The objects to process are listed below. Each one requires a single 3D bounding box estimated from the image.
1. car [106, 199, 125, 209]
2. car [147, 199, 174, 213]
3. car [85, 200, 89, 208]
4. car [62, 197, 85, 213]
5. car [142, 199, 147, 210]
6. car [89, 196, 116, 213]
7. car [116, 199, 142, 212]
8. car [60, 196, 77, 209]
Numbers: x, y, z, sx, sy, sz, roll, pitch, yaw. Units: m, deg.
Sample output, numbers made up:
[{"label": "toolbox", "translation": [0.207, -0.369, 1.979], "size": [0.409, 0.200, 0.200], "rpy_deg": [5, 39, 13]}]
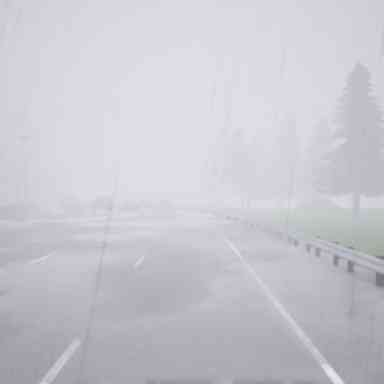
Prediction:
[{"label": "car", "translation": [-12.583, 1.925, 54.323], "size": [1.812, 1.442, 4.674], "rpy_deg": [0, 0, -30]}, {"label": "car", "translation": [-3.771, 1.656, 41.333], "size": [2.097, 1.767, 4.553], "rpy_deg": [0, 0, -18]}, {"label": "car", "translation": [-15.752, 1.894, 52.831], "size": [1.837, 1.490, 4.892], "rpy_deg": [0, 0, -30]}, {"label": "car", "translation": [-14.927, 1.785, 41.814], "size": [1.882, 1.535, 5.008], "rpy_deg": [0, 0, -22]}, {"label": "car", "translation": [-6.931, 1.876, 50.318], "size": [1.837, 1.490, 4.892], "rpy_deg": [0, 0, -26]}, {"label": "car", "translation": [-11.606, 1.537, 42.913], "size": [2.150, 2.045, 5.566], "rpy_deg": [0, 0, -22]}, {"label": "car", "translation": [-8.604, 1.808, 44.913], "size": [1.882, 1.535, 5.008], "rpy_deg": [0, 0, -22]}, {"label": "car", "translation": [-18.893, 1.596, 51.290], "size": [2.150, 2.045, 5.566], "rpy_deg": [0, 0, -30]}]
